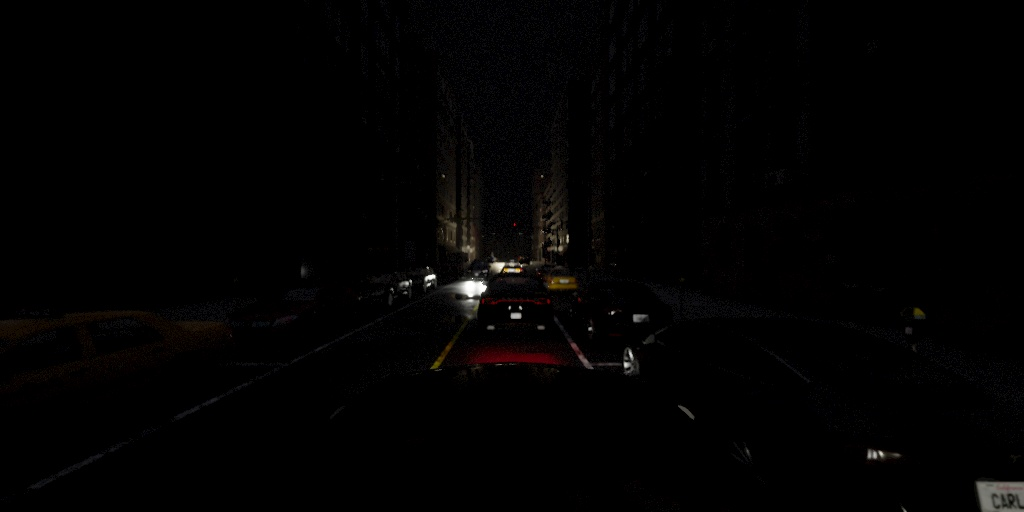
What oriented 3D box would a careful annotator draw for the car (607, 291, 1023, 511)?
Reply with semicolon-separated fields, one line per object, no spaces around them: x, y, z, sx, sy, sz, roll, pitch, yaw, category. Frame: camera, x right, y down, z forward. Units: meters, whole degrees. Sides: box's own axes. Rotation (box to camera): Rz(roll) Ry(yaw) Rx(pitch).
2.636;1.312;3.977;1.948;1.339;4.313;0;0;0;car

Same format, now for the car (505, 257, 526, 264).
0.004;1.150;31.597;1.801;1.575;5.366;0;0;0;car

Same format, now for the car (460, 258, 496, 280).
-2.756;1.189;30.418;2.128;1.511;4.902;0;0;0;car

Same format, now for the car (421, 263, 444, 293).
-5.386;1.268;20.226;2.007;1.370;4.403;0;0;0;car

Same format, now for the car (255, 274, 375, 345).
-5.388;1.320;9.400;1.802;1.307;4.207;0;0;0;car

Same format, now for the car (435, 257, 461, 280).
-5.385;1.010;31.052;2.192;1.841;5.009;0;0;0;car

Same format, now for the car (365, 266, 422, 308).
-5.387;1.279;14.813;2.007;1.370;4.403;0;0;0;car

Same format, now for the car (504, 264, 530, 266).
0.103;1.316;21.141;1.895;1.301;4.718;0;0;1;car

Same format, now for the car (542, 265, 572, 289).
2.639;1.243;20.386;1.751;1.417;4.829;0;0;0;car

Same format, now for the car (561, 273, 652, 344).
2.637;1.304;9.390;1.948;1.339;4.313;0;0;0;car

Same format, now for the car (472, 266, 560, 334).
0.101;1.214;10.641;1.882;1.535;5.008;0;0;0;car

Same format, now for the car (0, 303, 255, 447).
-5.389;1.272;3.817;1.751;1.417;4.829;0;0;0;car
